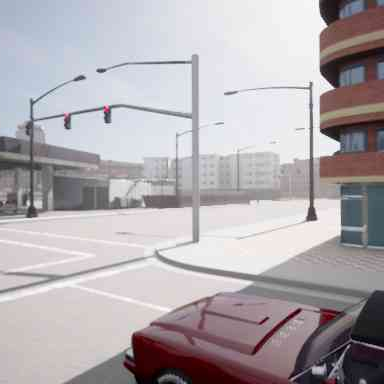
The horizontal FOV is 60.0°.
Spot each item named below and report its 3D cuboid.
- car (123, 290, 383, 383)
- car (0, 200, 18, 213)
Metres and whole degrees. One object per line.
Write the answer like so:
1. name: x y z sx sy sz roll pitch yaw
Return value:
1. car: 1.627 1.602 2.813 4.718 1.301 1.895 0 0 36
2. car: -22.017 1.686 38.616 3.806 1.475 1.970 0 0 36
